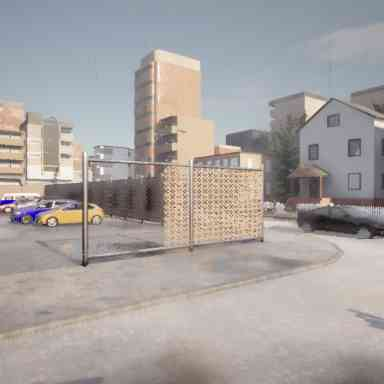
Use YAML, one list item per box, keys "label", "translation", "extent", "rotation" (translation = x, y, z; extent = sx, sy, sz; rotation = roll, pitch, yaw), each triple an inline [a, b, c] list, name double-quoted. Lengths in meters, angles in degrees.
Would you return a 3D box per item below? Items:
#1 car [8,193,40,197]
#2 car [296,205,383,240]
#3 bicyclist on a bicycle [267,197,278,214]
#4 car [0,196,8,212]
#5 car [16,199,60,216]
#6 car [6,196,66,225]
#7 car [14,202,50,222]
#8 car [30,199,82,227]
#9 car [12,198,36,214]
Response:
- label: "car"
  translation: [-12.595, 1.242, 27.326]
  extent: [3.866, 1.878, 1.905]
  rotation: [0, 0, -36]
- label: "car"
  translation: [7.871, 1.478, 17.355]
  extent: [1.882, 1.535, 5.008]
  rotation: [0, 0, -36]
- label: "bicyclist on a bicycle"
  translation: [7.743, 1.349, 31.975]
  extent: [1.656, 1.620, 0.582]
  rotation: [0, 0, -36]
- label: "car"
  translation: [-17.873, 1.474, 35.595]
  extent: [5.357, 1.415, 2.033]
  rotation: [0, 0, -36]
- label: "car"
  translation: [-14.816, 1.413, 32.028]
  extent: [3.633, 1.501, 1.845]
  rotation: [0, 0, -36]
- label: "car"
  translation: [-10.305, 1.348, 23.688]
  extent: [4.611, 1.667, 2.242]
  rotation: [0, 0, -36]
- label: "car"
  translation: [-12.041, 1.451, 25.065]
  extent: [2.207, 1.379, 1.481]
  rotation: [0, 0, -36]
- label: "car"
  translation: [-7.861, 1.416, 21.537]
  extent: [4.193, 1.474, 1.816]
  rotation: [0, 0, -36]
- label: "car"
  translation: [-17.871, 1.402, 35.318]
  extent: [1.789, 1.547, 3.705]
  rotation: [0, 0, -36]
